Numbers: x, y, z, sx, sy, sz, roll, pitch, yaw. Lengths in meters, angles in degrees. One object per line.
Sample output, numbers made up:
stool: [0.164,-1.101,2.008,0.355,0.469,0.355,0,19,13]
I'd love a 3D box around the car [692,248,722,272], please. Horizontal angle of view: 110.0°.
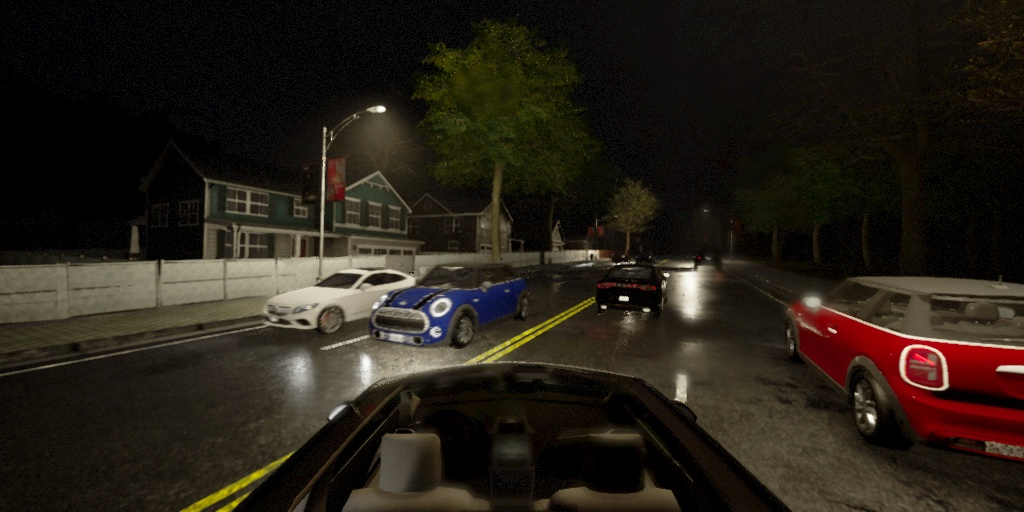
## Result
car: [17.933,0.298,32.958,2.150,2.045,5.566,1,1,26]

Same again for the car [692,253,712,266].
car: [23.177,0.410,43.881,2.033,1.411,5.357,1,1,26]

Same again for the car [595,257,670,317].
car: [4.228,0.993,12.274,1.882,1.535,5.008,1,1,26]

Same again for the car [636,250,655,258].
car: [17.803,0.122,47.871,2.097,1.767,4.553,1,1,26]

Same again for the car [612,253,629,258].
car: [15.017,0.296,49.572,1.994,1.385,4.181,1,1,26]

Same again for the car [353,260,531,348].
car: [-1.253,0.937,8.917,2.097,1.767,4.553,1,1,26]

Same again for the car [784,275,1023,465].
car: [5.317,1.036,4.741,2.097,1.767,4.553,1,1,26]

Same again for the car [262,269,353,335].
car: [-4.300,1.081,10.085,1.812,1.442,4.674,1,1,26]
